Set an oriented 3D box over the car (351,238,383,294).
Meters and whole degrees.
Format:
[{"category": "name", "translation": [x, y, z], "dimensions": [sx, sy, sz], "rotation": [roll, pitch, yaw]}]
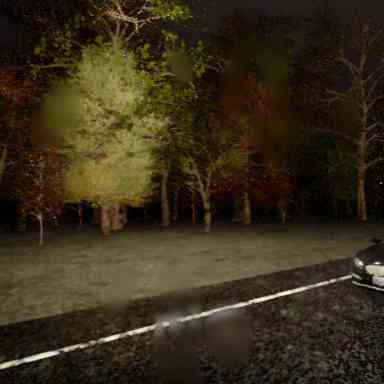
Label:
[{"category": "car", "translation": [5.838, 1.571, 8.154], "dimensions": [4.902, 1.511, 2.128], "rotation": [1, 0, -35]}]
